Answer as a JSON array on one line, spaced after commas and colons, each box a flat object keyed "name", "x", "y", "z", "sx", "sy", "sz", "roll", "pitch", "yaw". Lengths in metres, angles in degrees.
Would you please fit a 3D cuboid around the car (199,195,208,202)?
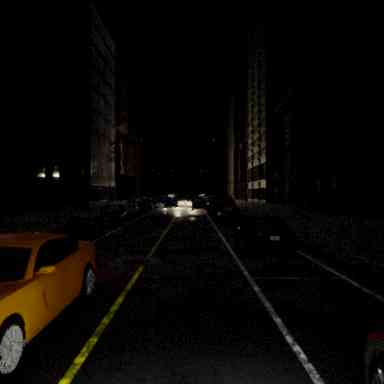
[{"name": "car", "x": 2.760, "y": 1.514, "z": 80.442, "sx": 1.967, "sy": 1.590, "sz": 4.097, "roll": 0, "pitch": 0, "yaw": 0}]

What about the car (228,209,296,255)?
[{"name": "car", "x": 2.763, "y": 1.572, "z": 13.132, "sx": 1.947, "sy": 1.339, "sz": 4.313, "roll": 0, "pitch": 0, "yaw": 0}]

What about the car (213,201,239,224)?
[{"name": "car", "x": 2.762, "y": 1.597, "z": 24.350, "sx": 1.802, "sy": 1.307, "sz": 4.206, "roll": 0, "pitch": 0, "yaw": 0}]

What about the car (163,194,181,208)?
[{"name": "car", "x": -3.074, "y": 1.517, "z": 49.546, "sx": 1.882, "sy": 1.535, "sz": 5.008, "roll": 0, "pitch": 0, "yaw": 0}]

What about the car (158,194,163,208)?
[{"name": "car", "x": -5.763, "y": 1.351, "z": 46.775, "sx": 2.192, "sy": 1.841, "sz": 5.009, "roll": 0, "pitch": 0, "yaw": 0}]

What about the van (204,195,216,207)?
[{"name": "van", "x": 2.761, "y": 1.383, "z": 52.396, "sx": 1.690, "sy": 1.788, "sz": 3.998, "roll": 0, "pitch": 0, "yaw": 0}]

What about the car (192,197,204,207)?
[{"name": "car", "x": 0.898, "y": 1.568, "z": 51.739, "sx": 1.812, "sy": 1.442, "sz": 4.674, "roll": 0, "pitch": 0, "yaw": 0}]

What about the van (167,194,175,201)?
[{"name": "van", "x": -5.766, "y": 1.429, "z": 91.651, "sx": 1.690, "sy": 1.788, "sz": 3.998, "roll": 0, "pitch": 0, "yaw": 0}]

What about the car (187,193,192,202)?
[{"name": "car", "x": -0.002, "y": 1.147, "z": 75.649, "sx": 2.150, "sy": 2.045, "sz": 5.566, "roll": 0, "pitch": 0, "yaw": 0}]

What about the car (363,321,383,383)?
[{"name": "car", "x": 2.764, "y": 1.441, "z": 1.914, "sx": 1.967, "sy": 1.590, "sz": 4.097, "roll": 0, "pitch": 0, "yaw": 0}]

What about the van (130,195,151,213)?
[{"name": "van", "x": -5.763, "y": 1.366, "z": 35.556, "sx": 1.690, "sy": 1.788, "sz": 3.998, "roll": 0, "pitch": 0, "yaw": 0}]

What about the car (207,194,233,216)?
[{"name": "car", "x": 2.762, "y": 1.335, "z": 29.960, "sx": 2.192, "sy": 1.841, "sz": 5.009, "roll": 0, "pitch": 0, "yaw": 0}]

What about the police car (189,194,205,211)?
[{"name": "police car", "x": 0.898, "y": 1.457, "z": 41.849, "sx": 1.930, "sy": 1.638, "sz": 5.238, "roll": 0, "pitch": 0, "yaw": 0}]

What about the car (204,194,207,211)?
[{"name": "car", "x": 2.762, "y": 1.340, "z": 35.569, "sx": 2.192, "sy": 1.841, "sz": 5.009, "roll": 0, "pitch": 0, "yaw": 0}]

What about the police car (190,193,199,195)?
[{"name": "police car", "x": 0.898, "y": 1.474, "z": 57.849, "sx": 1.930, "sy": 1.638, "sz": 5.238, "roll": 0, "pitch": 0, "yaw": 0}]

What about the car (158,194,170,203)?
[{"name": "car", "x": -5.765, "y": 1.376, "z": 69.213, "sx": 2.192, "sy": 1.841, "sz": 5.009, "roll": 0, "pitch": 0, "yaw": 0}]

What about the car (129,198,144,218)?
[{"name": "car", "x": -5.763, "y": 1.545, "z": 29.777, "sx": 1.752, "sy": 1.417, "sz": 4.829, "roll": 0, "pitch": 0, "yaw": 0}]

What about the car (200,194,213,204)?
[{"name": "car", "x": 2.761, "y": 1.369, "z": 63.615, "sx": 2.192, "sy": 1.841, "sz": 5.009, "roll": 0, "pitch": 0, "yaw": 0}]

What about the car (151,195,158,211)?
[{"name": "car", "x": -5.763, "y": 1.471, "z": 41.166, "sx": 1.967, "sy": 1.590, "sz": 4.097, "roll": 0, "pitch": 0, "yaw": 0}]

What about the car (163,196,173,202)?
[{"name": "car", "x": -5.765, "y": 1.625, "z": 80.432, "sx": 2.008, "sy": 1.369, "sz": 4.403, "roll": 0, "pitch": 0, "yaw": 0}]

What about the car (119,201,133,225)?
[{"name": "car", "x": -5.763, "y": 1.597, "z": 24.337, "sx": 1.802, "sy": 1.307, "sz": 4.206, "roll": 0, "pitch": 0, "yaw": 0}]

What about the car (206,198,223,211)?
[{"name": "car", "x": 2.762, "y": 1.556, "z": 41.348, "sx": 1.752, "sy": 1.417, "sz": 4.829, "roll": 0, "pitch": 0, "yaw": 0}]

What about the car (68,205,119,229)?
[{"name": "car", "x": -5.762, "y": 1.561, "z": 18.728, "sx": 2.008, "sy": 1.369, "sz": 4.403, "roll": 0, "pitch": 0, "yaw": 0}]

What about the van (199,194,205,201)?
[{"name": "van", "x": 2.760, "y": 1.429, "z": 91.660, "sx": 1.690, "sy": 1.788, "sz": 3.998, "roll": 0, "pitch": 0, "yaw": 0}]

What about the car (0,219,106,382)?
[{"name": "car", "x": -3.100, "y": 1.480, "z": 5.635, "sx": 1.882, "sy": 1.535, "sz": 5.008, "roll": 0, "pitch": 0, "yaw": 0}]
